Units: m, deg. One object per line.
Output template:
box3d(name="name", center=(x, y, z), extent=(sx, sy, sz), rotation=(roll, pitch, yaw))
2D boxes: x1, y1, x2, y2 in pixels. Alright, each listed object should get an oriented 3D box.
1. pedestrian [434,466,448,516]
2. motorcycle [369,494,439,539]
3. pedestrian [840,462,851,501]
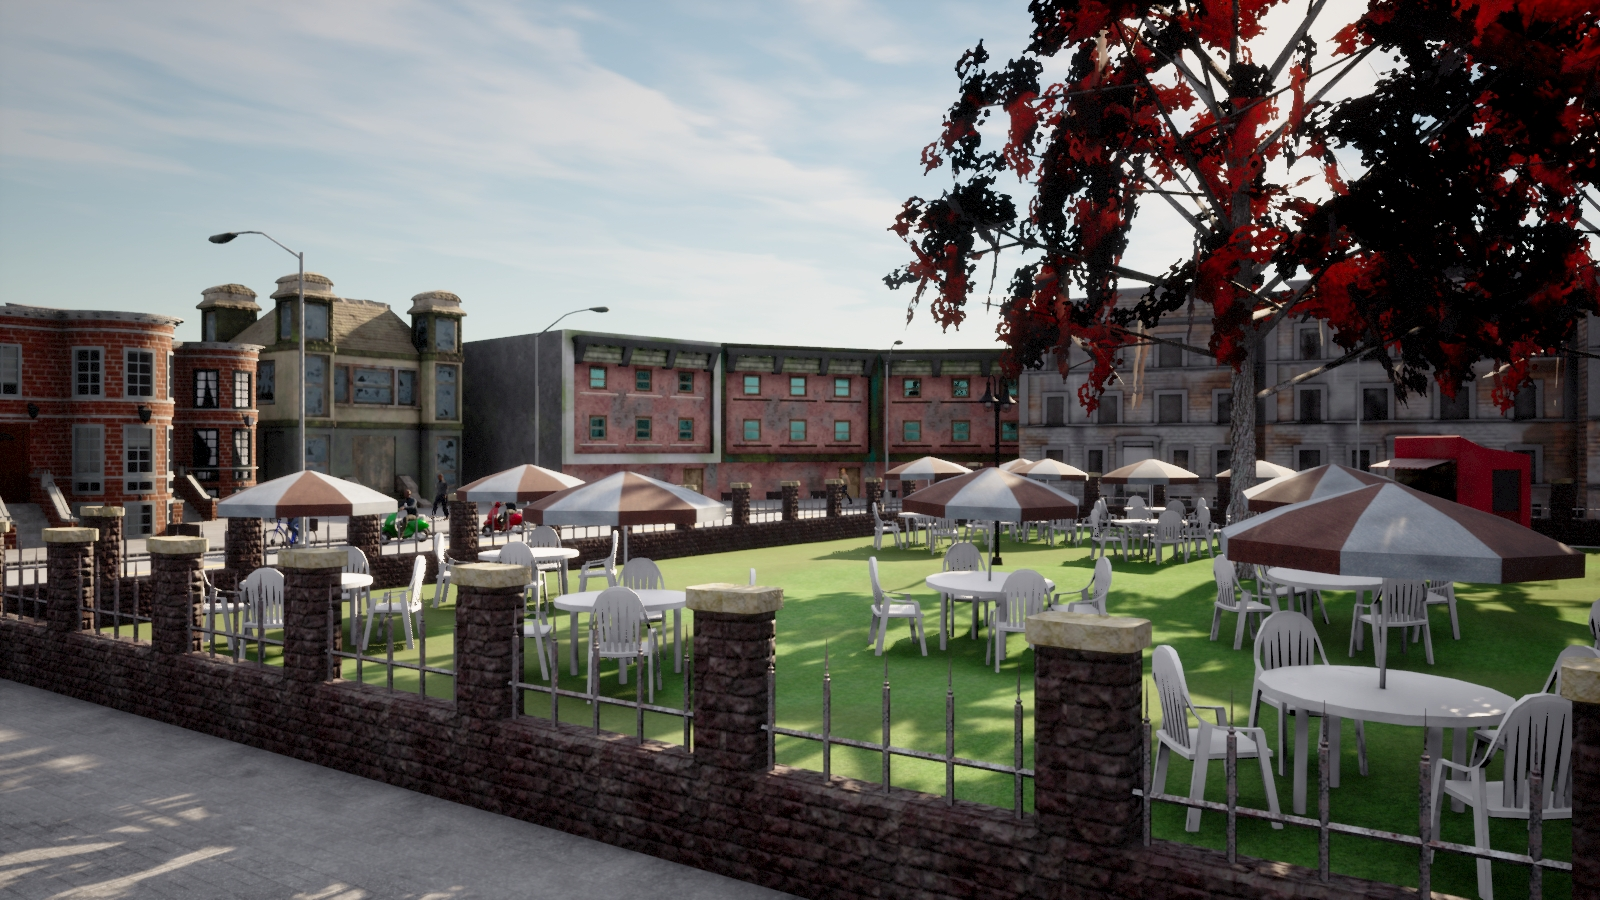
box3d(name="pedestrian", center=(-13.461, 1.516, 42.839), extent=(0.375, 1.860, 0.375), rotation=(0, 0, 32))
box3d(name="motorcycle", center=(-11.759, 1.950, 33.969), extent=(0.856, 1.236, 1.805), rotation=(0, 0, 35))
box3d(name="pedestrian", center=(2.163, 1.514, 54.888), extent=(0.375, 1.860, 0.375), rotation=(0, 0, -37))
